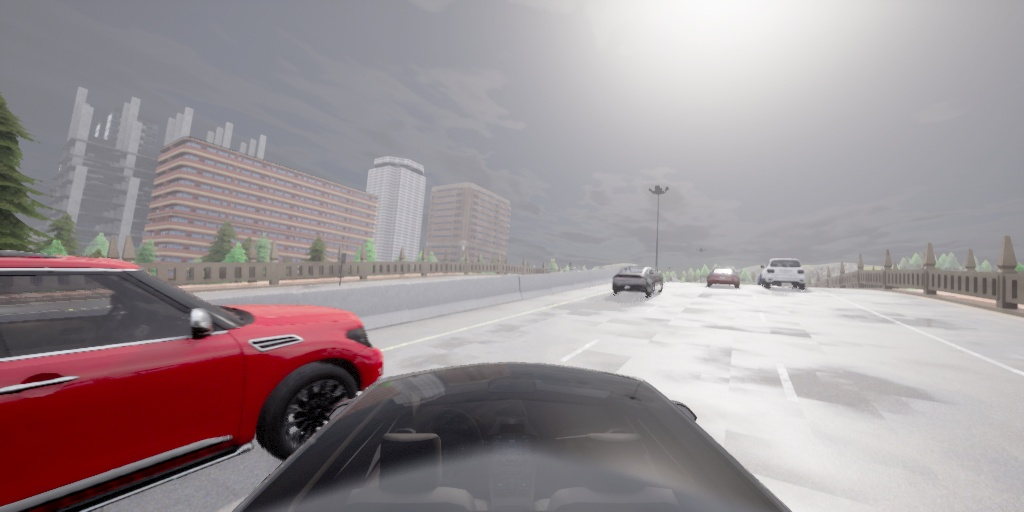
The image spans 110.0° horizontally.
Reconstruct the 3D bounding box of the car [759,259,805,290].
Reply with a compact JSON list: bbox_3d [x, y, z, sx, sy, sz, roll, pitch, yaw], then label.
[{"bbox_3d":[19.125,1.250,25.426,2.150,2.045,5.566,0,-2,32],"label":"car"}]

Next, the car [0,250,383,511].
[{"bbox_3d":[-3.717,0.958,2.586,2.150,2.045,5.566,0,0,32],"label":"car"}]

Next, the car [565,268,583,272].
[{"bbox_3d":[8.530,2.372,48.095,1.837,1.490,4.892,0,-6,33],"label":"car"}]

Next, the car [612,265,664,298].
[{"bbox_3d":[6.785,1.296,19.081,2.128,1.511,4.902,0,0,32],"label":"car"}]

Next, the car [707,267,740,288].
[{"bbox_3d":[15.319,1.520,25.962,1.994,1.385,4.181,0,-2,32],"label":"car"}]

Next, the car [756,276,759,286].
[{"bbox_3d":[26.235,2.388,36.595,1.882,1.535,5.008,0,-5,33],"label":"car"}]
